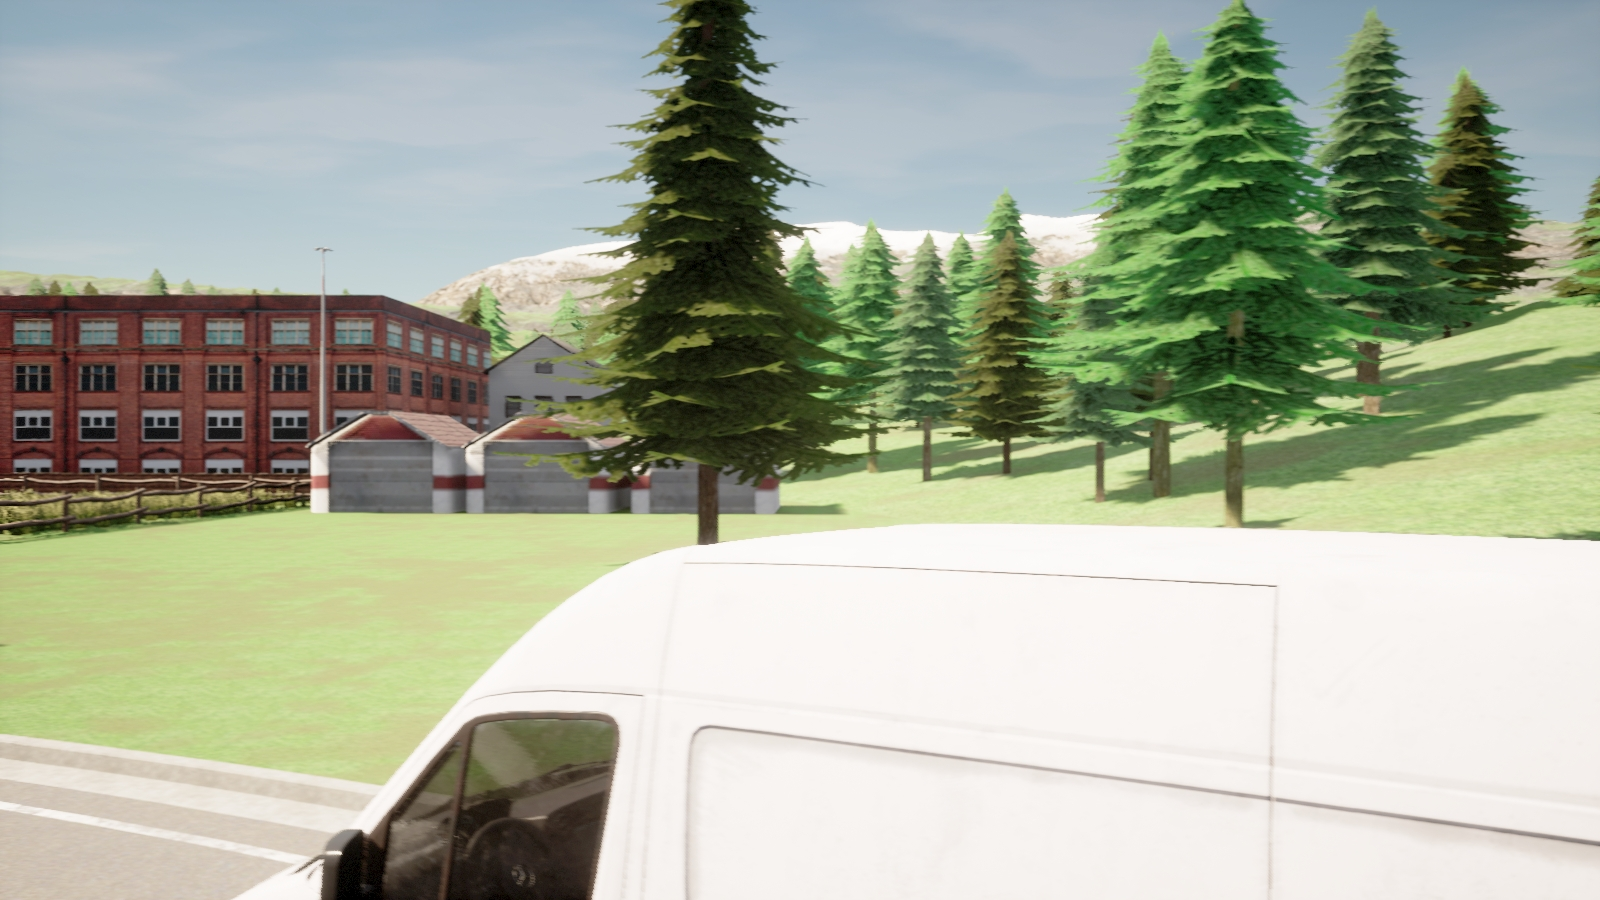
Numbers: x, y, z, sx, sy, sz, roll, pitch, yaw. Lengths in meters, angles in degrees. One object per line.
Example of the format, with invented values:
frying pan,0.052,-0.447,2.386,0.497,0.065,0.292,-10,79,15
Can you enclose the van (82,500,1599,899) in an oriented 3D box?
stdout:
van,0.492,1.526,3.490,5.915,2.561,1.988,0,-1,30
